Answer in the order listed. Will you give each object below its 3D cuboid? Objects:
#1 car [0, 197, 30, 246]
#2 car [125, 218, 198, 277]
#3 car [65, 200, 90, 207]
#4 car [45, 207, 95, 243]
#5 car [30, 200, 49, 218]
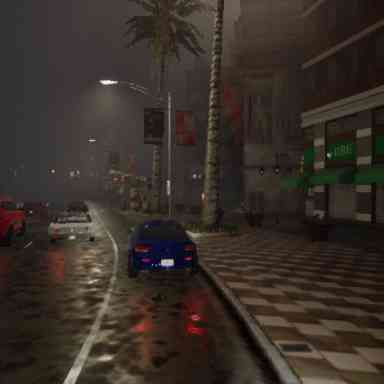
[{"bbox_3d":[-9.042,1.250,14.963,2.150,2.045,5.566,0,0,-18],"label":"car"},{"bbox_3d":[-1.034,1.524,10.202,1.812,1.442,4.674,0,0,-11],"label":"car"},{"bbox_3d":[-10.418,1.508,30.275,1.837,1.490,4.892,0,0,-18],"label":"car"},{"bbox_3d":[-5.719,1.612,16.062,1.895,1.301,4.718,0,0,-18],"label":"car"},{"bbox_3d":[-13.741,1.473,29.177,1.882,1.535,5.008,0,0,-18],"label":"car"}]
